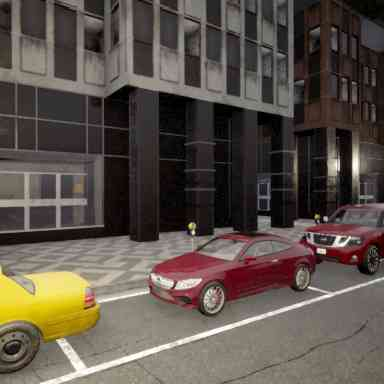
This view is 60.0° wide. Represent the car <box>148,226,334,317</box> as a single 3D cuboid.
[{"bbox_3d":[1.062,1.581,7.403,4.206,1.307,1.802,0,0,-35],"label":"car"}]

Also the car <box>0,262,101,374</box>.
[{"bbox_3d":[-3.640,1.525,4.057,4.829,1.417,1.752,0,0,-35],"label":"car"}]

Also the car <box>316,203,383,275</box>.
[{"bbox_3d":[5.626,1.314,10.653,5.009,1.841,2.192,0,0,-35],"label":"car"}]
